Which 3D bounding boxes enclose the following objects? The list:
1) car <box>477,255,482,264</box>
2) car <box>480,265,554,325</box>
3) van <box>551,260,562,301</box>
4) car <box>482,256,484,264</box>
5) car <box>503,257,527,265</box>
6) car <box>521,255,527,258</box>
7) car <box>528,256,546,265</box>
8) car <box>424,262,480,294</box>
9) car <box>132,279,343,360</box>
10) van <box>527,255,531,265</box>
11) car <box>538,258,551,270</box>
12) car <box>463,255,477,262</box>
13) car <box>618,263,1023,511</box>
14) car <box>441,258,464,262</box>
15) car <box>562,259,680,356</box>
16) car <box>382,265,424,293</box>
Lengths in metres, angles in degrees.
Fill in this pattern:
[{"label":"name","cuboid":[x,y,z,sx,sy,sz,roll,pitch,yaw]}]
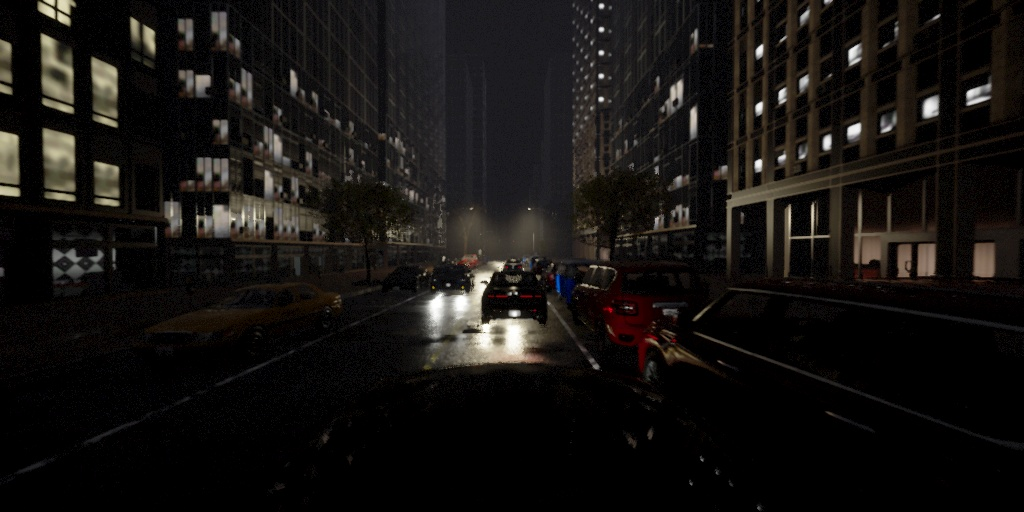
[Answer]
[{"label":"car","cuboid":[-5.685,0.753,48.244,2.192,1.841,5.009,0,0,0]},{"label":"car","cuboid":[0.046,1.190,11.494,1.837,1.490,4.892,0,0,-1]},{"label":"van","cuboid":[2.691,1.008,14.141,1.690,1.789,3.998,0,0,0]},{"label":"car","cuboid":[-5.684,0.981,53.928,1.802,1.307,4.207,0,0,0]},{"label":"car","cuboid":[0.106,1.073,35.256,2.033,1.411,5.357,0,0,0]},{"label":"car","cuboid":[2.697,0.950,53.926,2.007,1.370,4.403,0,0,0]},{"label":"car","cuboid":[2.693,0.993,31.192,1.967,1.591,4.097,0,0,0]},{"label":"car","cuboid":[-3.092,1.197,19.352,1.994,1.385,4.181,0,0,0]},{"label":"car","cuboid":[-5.691,1.231,8.289,1.751,1.417,4.829,0,0,0]},{"label":"van","cuboid":[2.694,0.856,36.875,1.690,1.789,3.998,0,0,0]},{"label":"car","cuboid":[2.692,1.070,19.825,1.967,1.591,4.097,0,0,0]},{"label":"car","cuboid":[-5.685,0.916,42.561,1.967,1.591,4.097,0,0,0]},{"label":"car","cuboid":[2.689,1.058,2.774,2.192,1.841,5.009,0,0,0]},{"label":"car","cuboid":[-5.688,1.104,31.193,2.007,1.370,4.403,0,0,0]},{"label":"car","cuboid":[2.690,1.020,8.458,2.192,1.841,5.009,0,0,0]},{"label":"car","cuboid":[-5.690,1.196,19.826,1.948,1.339,4.313,0,0,0]}]
